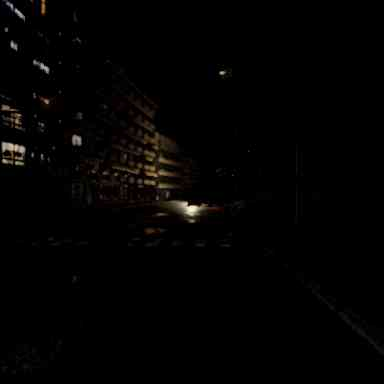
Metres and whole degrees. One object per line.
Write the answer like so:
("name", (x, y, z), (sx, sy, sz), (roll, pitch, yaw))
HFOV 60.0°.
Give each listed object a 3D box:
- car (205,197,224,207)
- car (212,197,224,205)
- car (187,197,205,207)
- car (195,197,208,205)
("car", (3.633, 1.599, 52.862), (1.837, 1.490, 4.892), (0, 0, 7))
("car", (4.898, 1.702, 62.749), (1.994, 1.385, 4.181), (0, 0, 9))
("car", (0.422, 1.655, 53.294), (1.994, 1.385, 4.181), (0, 0, 7))
("car", (1.858, 1.666, 64.324), (1.812, 1.442, 4.674), (0, 0, 9))
